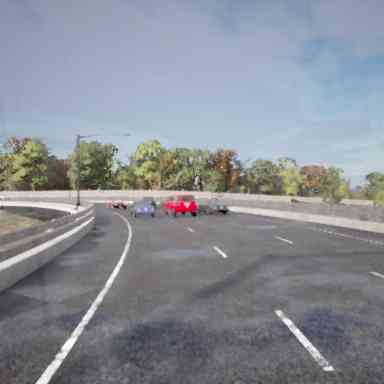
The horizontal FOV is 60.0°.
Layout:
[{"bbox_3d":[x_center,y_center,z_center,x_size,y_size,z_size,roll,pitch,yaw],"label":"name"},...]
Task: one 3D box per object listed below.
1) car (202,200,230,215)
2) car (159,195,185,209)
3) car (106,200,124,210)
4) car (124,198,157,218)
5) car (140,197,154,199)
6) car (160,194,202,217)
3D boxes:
[{"bbox_3d":[1.969,1.506,33.359,2.033,1.411,5.357,-1,0,-19],"label":"car"},{"bbox_3d":[-2.804,1.357,45.759,2.097,1.767,4.553,-1,0,-24],"label":"car"},{"bbox_3d":[-10.357,1.694,45.404,1.895,1.301,4.718,-1,0,-27],"label":"car"},{"bbox_3d":[-4.753,1.584,31.168,2.033,1.411,5.357,-1,0,-18],"label":"car"},{"bbox_3d":[-6.392,1.399,45.201,2.097,1.767,4.553,-1,0,-25],"label":"car"},{"bbox_3d":[-1.194,1.219,31.418,2.150,2.045,5.566,-1,0,-17],"label":"car"}]
